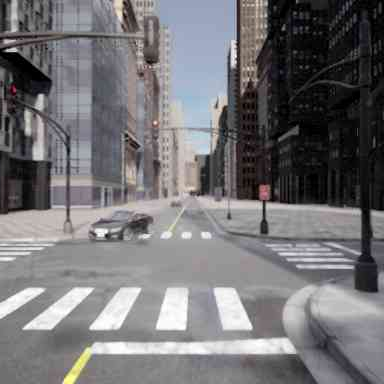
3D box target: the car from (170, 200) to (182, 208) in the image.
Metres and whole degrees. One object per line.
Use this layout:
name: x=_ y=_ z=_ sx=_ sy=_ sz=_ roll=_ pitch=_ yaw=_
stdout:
car: x=-2.838 y=2.055 z=59.006 sx=1.994 sy=1.385 sz=4.181 roll=0 pitch=0 yaw=0

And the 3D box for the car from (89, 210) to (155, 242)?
car: x=-3.586 y=1.733 z=17.871 sx=2.128 sy=1.511 sz=4.902 roll=1 pitch=0 yaw=16
